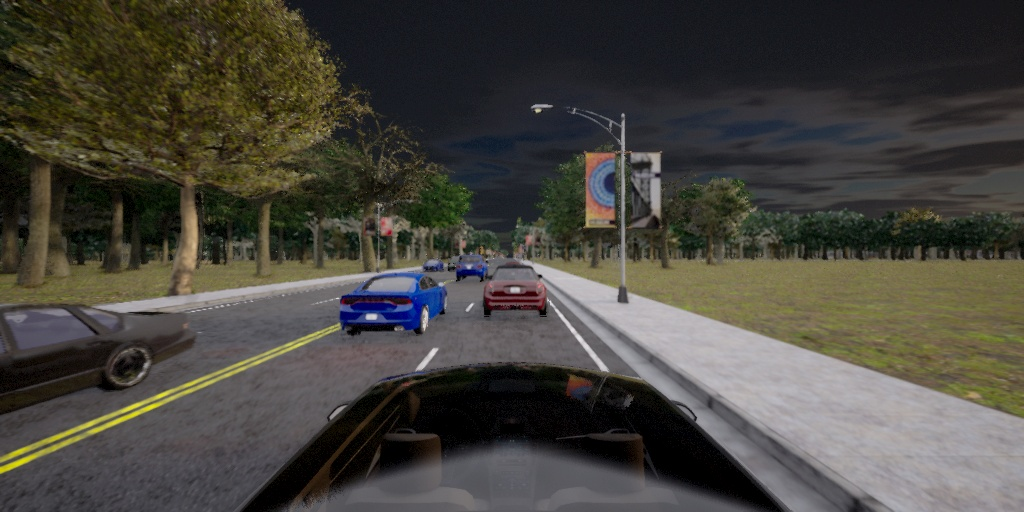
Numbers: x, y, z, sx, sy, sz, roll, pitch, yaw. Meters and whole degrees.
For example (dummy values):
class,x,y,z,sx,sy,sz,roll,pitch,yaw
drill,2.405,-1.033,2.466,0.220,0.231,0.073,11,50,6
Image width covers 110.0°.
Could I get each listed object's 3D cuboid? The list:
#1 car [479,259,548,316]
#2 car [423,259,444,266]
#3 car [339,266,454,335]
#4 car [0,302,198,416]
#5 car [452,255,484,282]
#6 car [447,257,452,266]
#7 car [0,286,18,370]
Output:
class,x,y,z,sx,sy,sz,roll,pitch,yaw
car,0.100,1.081,13.350,2.097,1.767,4.553,0,0,0
car,-9.838,1.164,45.073,1.882,1.535,5.008,0,0,0
car,-3.151,1.211,10.519,1.882,1.535,5.008,0,0,0
car,-6.599,1.293,4.038,2.033,1.411,5.357,0,0,0
car,-3.151,0.928,28.957,2.150,2.045,5.566,0,0,0
car,-6.593,0.908,44.628,2.150,2.045,5.566,0,0,0
car,-9.850,1.271,4.150,1.812,1.442,4.674,0,0,0
